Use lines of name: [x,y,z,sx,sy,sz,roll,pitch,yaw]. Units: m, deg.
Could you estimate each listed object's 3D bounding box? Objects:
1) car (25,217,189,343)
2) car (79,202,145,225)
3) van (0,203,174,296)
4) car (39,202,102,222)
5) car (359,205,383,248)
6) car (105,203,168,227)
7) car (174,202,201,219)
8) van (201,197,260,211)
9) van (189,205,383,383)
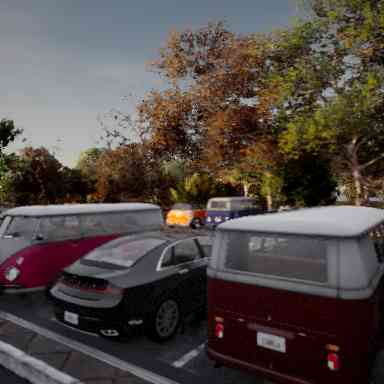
car: [-0.303,1.500,6.656,2.231,1.521,4.892,-1,0,35]
car: [-6.387,1.662,27.069,2.097,1.535,5.008,-1,-1,36]
van: [-2.652,1.296,8.193,1.878,1.987,4.442,-1,0,35]
car: [-10.924,1.740,30.296,2.097,1.535,5.008,-1,-1,36]
car: [9.376,1.475,15.601,1.946,1.575,5.366,-1,0,35]
car: [-4.120,1.669,25.447,2.002,1.452,4.674,-1,0,36]
car: [0.393,1.445,22.187,2.185,1.767,4.553,-1,0,35]
van: [2.742,1.319,20.694,1.878,1.987,4.442,-1,0,35]
van: [2.050,1.250,5.131,1.878,1.987,4.442,-1,0,35]
